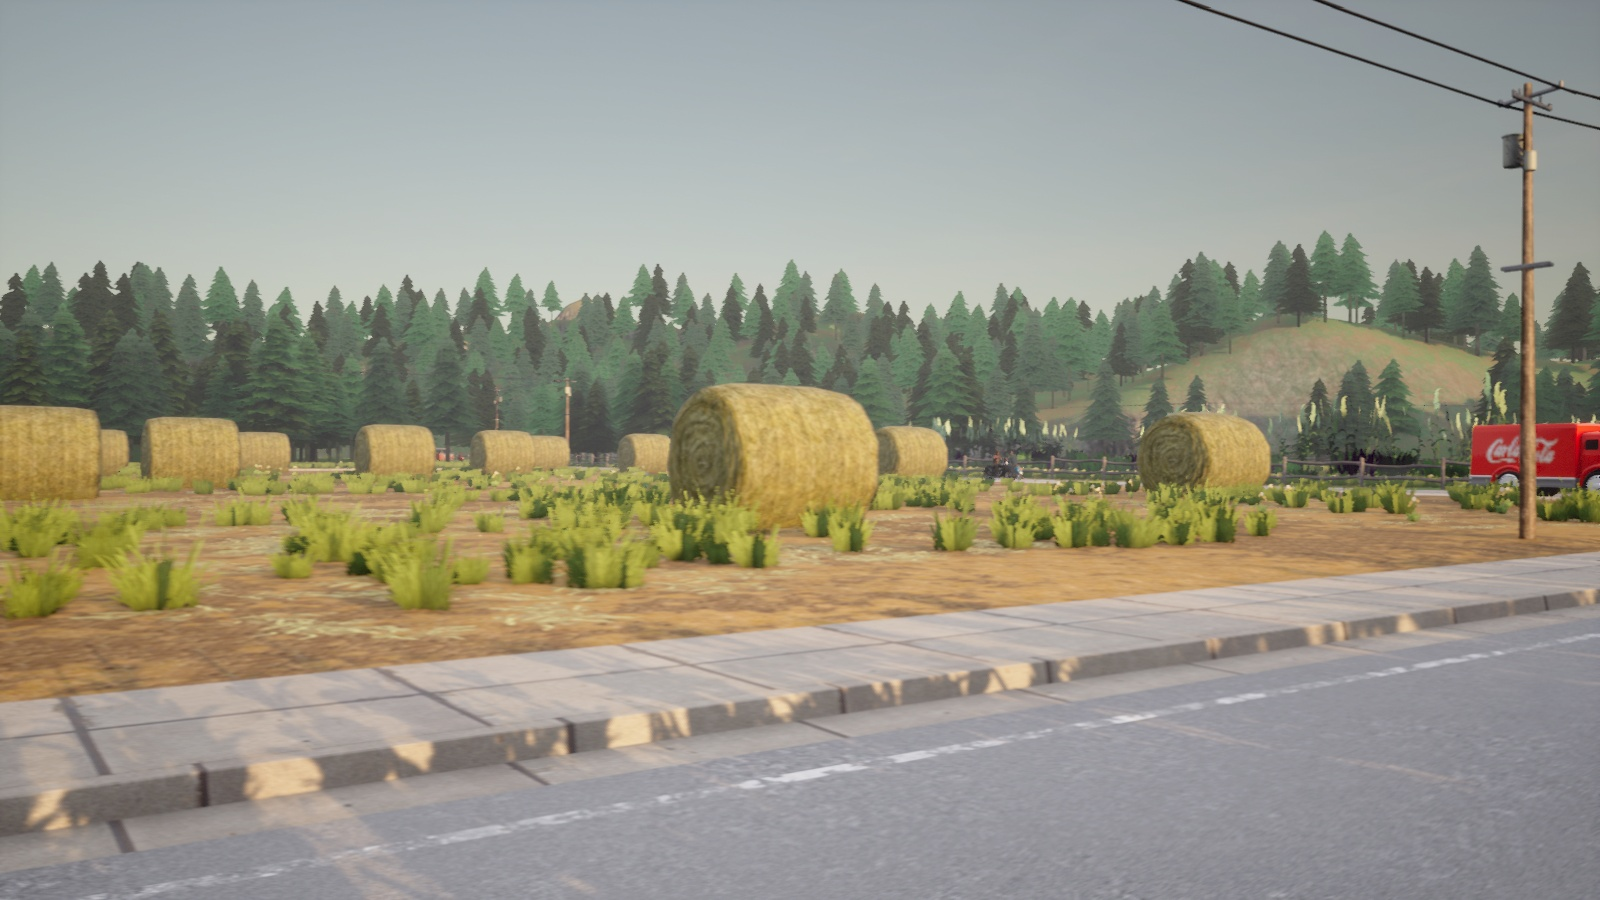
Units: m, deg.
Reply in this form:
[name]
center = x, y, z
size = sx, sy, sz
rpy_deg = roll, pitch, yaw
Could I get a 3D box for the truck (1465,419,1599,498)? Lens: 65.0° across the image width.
[truck]
center = 24.971, 0.264, 40.924
size = 2.627, 2.467, 5.204
rpy_deg = 0, 0, -32

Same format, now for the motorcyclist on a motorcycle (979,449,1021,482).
[motorcyclist on a motorcycle]
center = 10.284, 0.793, 64.543
size = 0.766, 1.649, 2.350
rpy_deg = 0, 0, -32
